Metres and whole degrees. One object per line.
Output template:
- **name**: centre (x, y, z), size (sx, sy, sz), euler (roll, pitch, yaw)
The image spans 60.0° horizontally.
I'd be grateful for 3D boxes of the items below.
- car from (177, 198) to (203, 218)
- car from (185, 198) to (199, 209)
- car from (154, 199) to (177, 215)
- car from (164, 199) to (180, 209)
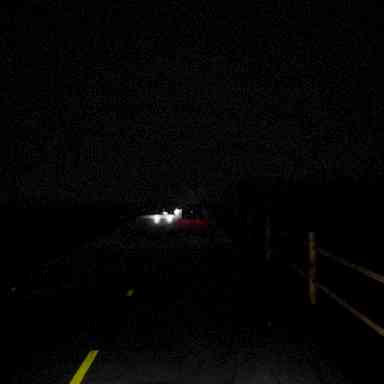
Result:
- **car**: centre (-0.001, 1.501, 30.746), size (2.128, 1.511, 4.902), euler (0, 0, 0)
- **car**: centre (0.039, 1.545, 45.620), size (1.812, 1.442, 4.674), euler (0, 0, 0)
- **car**: centre (-2.764, 1.577, 34.505), size (1.994, 1.385, 4.181), euler (0, 0, 0)
- **car**: centre (-2.765, 1.628, 46.455), size (1.895, 1.301, 4.718), euler (0, 0, 0)
